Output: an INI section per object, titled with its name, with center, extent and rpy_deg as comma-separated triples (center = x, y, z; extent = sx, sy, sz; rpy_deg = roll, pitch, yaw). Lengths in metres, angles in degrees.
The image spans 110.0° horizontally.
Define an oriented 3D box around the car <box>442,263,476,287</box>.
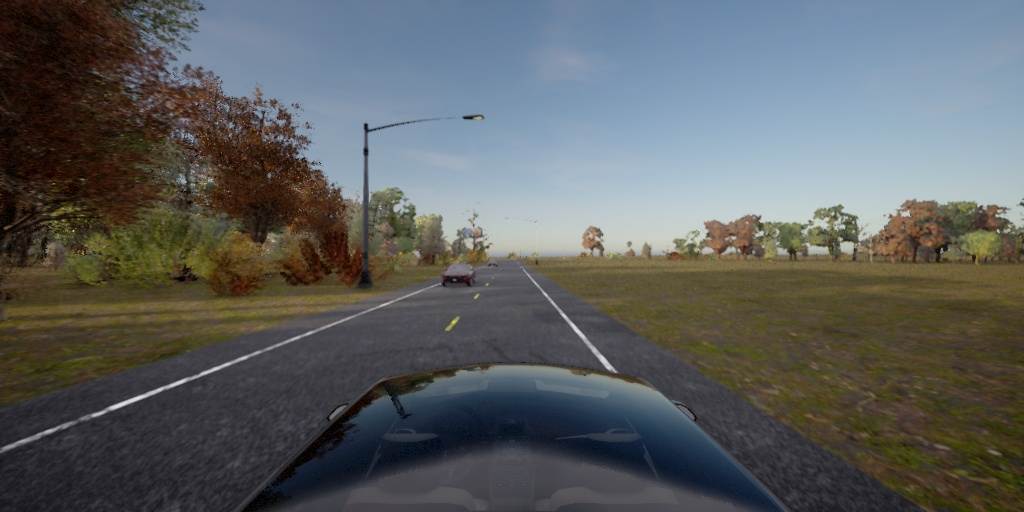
[car]
center = -3.600, 1.241, 25.020
extent = 1.882, 1.535, 5.008
rpy_deg = 0, 0, 0
